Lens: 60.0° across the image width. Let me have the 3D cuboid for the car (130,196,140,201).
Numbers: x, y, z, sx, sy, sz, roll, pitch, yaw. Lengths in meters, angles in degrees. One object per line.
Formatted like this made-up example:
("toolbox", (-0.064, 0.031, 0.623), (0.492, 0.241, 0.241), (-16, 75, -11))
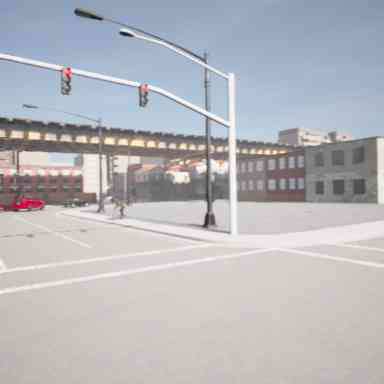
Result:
("car", (-14.095, 1.535, 82.807), (1.853, 1.218, 4.536), (-1, 0, -3))

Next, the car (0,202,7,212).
("car", (-26.265, 2.060, 45.677), (1.994, 1.385, 4.181), (-1, 0, 3))

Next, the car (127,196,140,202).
("car", (-14.089, 1.692, 82.755), (2.038, 1.542, 4.974), (-1, 0, -3))

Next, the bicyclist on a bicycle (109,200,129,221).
("bicyclist on a bicycle", (-5.773, 1.423, 26.223), (1.656, 1.620, 0.582), (-1, 0, -34))

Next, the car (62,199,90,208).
("car", (-19.571, 1.853, 56.517), (2.128, 1.511, 4.902), (-1, 0, 32))

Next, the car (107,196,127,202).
("car", (-17.819, 1.763, 82.832), (4.974, 1.542, 2.038), (-1, 0, 27))

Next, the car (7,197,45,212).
("car", (-22.595, 1.647, 46.217), (2.150, 2.045, 5.566), (-1, 0, 2))

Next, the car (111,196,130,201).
("car", (-17.868, 1.606, 82.855), (4.536, 1.218, 1.853), (-1, 0, 27))
